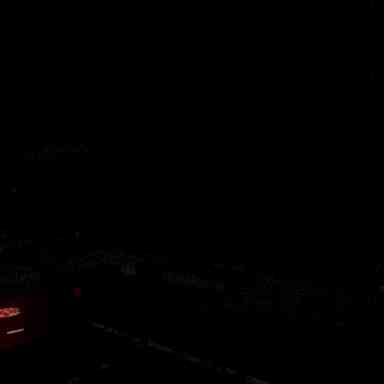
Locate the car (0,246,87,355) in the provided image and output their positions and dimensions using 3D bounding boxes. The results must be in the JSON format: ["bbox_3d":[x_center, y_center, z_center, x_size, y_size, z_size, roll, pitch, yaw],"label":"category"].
[{"bbox_3d":[-3.502,1.581,5.556,4.206,1.307,1.802,0,0,35],"label":"car"}]
